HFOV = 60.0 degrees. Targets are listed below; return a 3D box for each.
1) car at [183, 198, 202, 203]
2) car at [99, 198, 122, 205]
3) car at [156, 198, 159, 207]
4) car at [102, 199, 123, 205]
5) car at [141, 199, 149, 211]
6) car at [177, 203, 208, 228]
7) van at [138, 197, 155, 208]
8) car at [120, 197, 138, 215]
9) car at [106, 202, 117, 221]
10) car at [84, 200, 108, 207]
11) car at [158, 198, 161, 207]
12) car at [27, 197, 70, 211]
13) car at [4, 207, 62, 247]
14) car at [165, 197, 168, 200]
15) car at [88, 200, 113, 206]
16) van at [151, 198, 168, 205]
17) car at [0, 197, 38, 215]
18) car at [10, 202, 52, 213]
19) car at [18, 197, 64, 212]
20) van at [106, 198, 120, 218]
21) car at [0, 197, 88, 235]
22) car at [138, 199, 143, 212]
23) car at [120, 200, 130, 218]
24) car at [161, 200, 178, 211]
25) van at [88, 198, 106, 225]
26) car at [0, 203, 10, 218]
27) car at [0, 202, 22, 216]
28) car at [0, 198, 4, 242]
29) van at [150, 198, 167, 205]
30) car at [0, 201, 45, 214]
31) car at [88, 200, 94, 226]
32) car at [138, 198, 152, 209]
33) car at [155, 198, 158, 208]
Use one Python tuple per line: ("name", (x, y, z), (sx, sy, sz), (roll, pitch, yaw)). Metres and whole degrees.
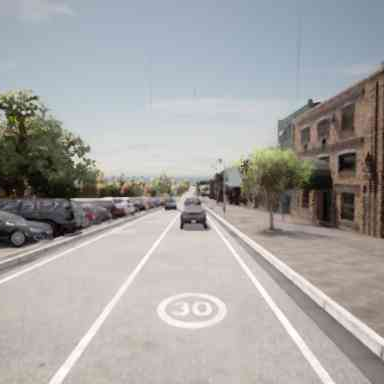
("car", (0.104, 1.701, 41.009), (2.150, 2.045, 5.566), (0, -1, 0))
("car", (-22.035, 2.532, 90.145), (5.566, 2.045, 2.435), (0, -1, 0))
("car", (-8.859, 2.291, 59.834), (4.792, 1.488, 2.163), (0, -1, 0))
("car", (-22.196, 2.828, 92.917), (5.366, 1.575, 1.946), (0, -1, 0))
("car", (-8.865, 2.022, 45.823), (5.008, 1.535, 2.097), (0, -1, 0))
("car", (0.102, 1.749, 24.416), (1.837, 1.490, 4.892), (0, -1, 0))
("van", (-8.764, 1.939, 54.233), (4.442, 1.987, 1.878), (0, -1, 0))
("car", (-8.885, 1.603, 34.615), (5.566, 2.045, 2.435), (0, -1, 0))
("car", (-8.841, 1.737, 26.203), (4.892, 1.521, 2.231), (0, -1, 0))
("car", (-21.994, 2.545, 76.263), (4.892, 1.521, 2.231), (0, -1, 0))
("car", (-8.886, 2.310, 62.637), (5.008, 1.535, 2.097), (0, -1, 0))
("car", (-21.928, 1.859, 51.048), (5.566, 2.045, 2.435), (0, -1, 0))
("car", (-8.849, 1.588, 14.989), (4.892, 1.521, 2.231), (0, -1, 0))
("car", (-8.881, 2.300, 76.656), (5.566, 2.045, 2.435), (0, -1, 0))
("car", (-21.807, 2.589, 79.040), (5.366, 1.575, 1.946), (0, -1, 0))
("van", (-9.047, 2.615, 93.473), (4.442, 1.987, 1.878), (0, -1, 0))
("car", (-21.915, 1.680, 40.032), (5.566, 2.045, 2.435), (0, -1, 0))
("car", (-21.947, 2.056, 45.475), (4.674, 1.452, 2.002), (0, -1, 0))
("car", (-21.924, 1.813, 48.387), (5.566, 2.045, 2.435), (0, -1, 0))
("van", (-8.966, 1.550, 29.008), (4.442, 1.987, 1.878), (0, -1, 0))
("car", (-8.871, 1.371, 17.798), (5.566, 2.045, 2.435), (0, -1, 0))
("car", (-8.834, 1.964, 40.216), (4.792, 1.488, 2.163), (0, -1, 0))
("car", (-8.847, 1.815, 31.808), (5.008, 1.535, 2.097), (0, -1, 0))
("car", (-3.309, 2.267, 52.568), (1.895, 1.301, 4.718), (0, -1, 0))
("van", (-8.729, 1.471, 23.402), (4.442, 1.987, 1.878), (0, -1, 0))
("car", (-21.906, 1.881, 34.461), (4.792, 1.488, 2.163), (0, -1, 0))
("car", (-21.968, 1.920, 37.245), (4.792, 1.488, 2.163), (0, -1, 0))
("car", (-8.874, 1.278, 9.388), (5.566, 2.045, 2.435), (0, -1, 0))
("van", (-9.044, 2.566, 90.670), (4.442, 1.987, 1.878), (0, -1, 0))
("car", (-21.941, 1.975, 42.815), (5.008, 1.535, 2.097), (0, -1, 0))
("car", (-8.812, 1.532, 20.597), (4.553, 1.767, 2.185), (0, -1, 0))
("car", (-9.059, 2.066, 48.623), (5.366, 1.575, 1.946), (0, -1, 0))
("car", (-8.856, 2.243, 57.031), (4.792, 1.488, 2.163), (0, -1, 0))
